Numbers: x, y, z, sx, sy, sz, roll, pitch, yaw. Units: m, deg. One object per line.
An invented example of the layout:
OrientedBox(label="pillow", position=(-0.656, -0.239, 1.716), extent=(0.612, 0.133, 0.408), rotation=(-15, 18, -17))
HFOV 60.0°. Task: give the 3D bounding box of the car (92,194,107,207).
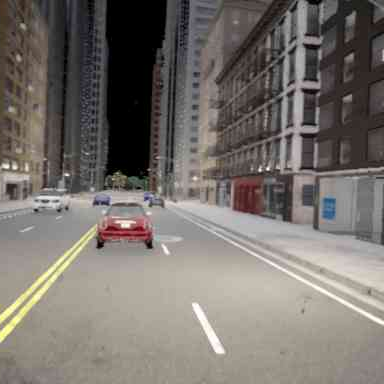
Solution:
OrientedBox(label="car", position=(-10.857, 0.991, 40.258), extent=(1.882, 1.535, 5.008), rotation=(2, 0, -10))

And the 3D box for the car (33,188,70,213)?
OrientedBox(label="car", position=(-12.275, 0.696, 29.440), extent=(2.150, 2.045, 5.566), rotation=(2, 0, -10))

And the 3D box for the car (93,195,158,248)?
OrientedBox(label="car", position=(-2.791, 1.223, 14.216), extent=(2.097, 1.767, 4.553), rotation=(2, 0, -10))

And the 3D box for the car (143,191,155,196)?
OrientedBox(label="car", position=(-7.439, 0.832, 58.841), extent=(2.150, 2.045, 5.566), rotation=(2, -1, -10))

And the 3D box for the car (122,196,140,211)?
OrientedBox(label="car", position=(-6.890, 1.201, 37.410), extent=(1.812, 1.442, 4.674), rotation=(2, 0, -10))

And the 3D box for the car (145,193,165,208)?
OrientedBox(label="car", position=(-4.567, 1.251, 42.943), extent=(2.128, 1.511, 4.902), rotation=(2, 0, -10))
